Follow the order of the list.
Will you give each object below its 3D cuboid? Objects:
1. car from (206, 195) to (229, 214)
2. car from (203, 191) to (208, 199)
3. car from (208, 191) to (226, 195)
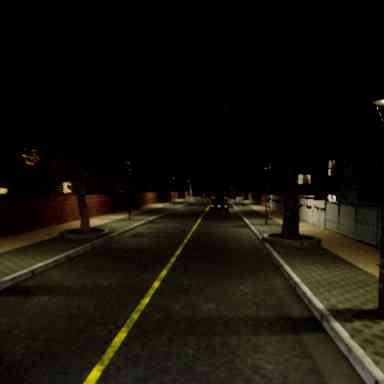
[{"bbox_3d":[2.721,1.332,32.983,2.033,1.411,5.357,1,0,5],"label":"car"},{"bbox_3d":[3.647,0.628,77.113,2.097,1.767,4.553,1,0,5],"label":"car"},{"bbox_3d":[3.720,0.928,45.056,2.150,2.045,5.566,1,1,5],"label":"car"}]
